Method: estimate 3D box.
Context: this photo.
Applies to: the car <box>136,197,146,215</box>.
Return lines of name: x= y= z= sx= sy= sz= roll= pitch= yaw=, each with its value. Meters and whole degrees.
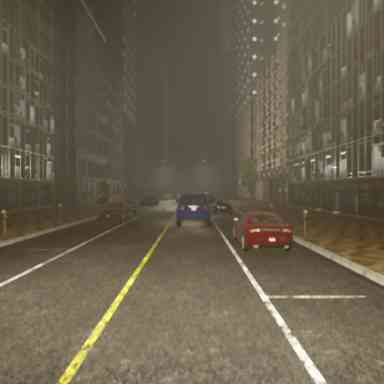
car: x=-5.678 y=1.352 z=30.503 sx=1.802 sy=1.307 sz=4.206 roll=0 pitch=0 yaw=0

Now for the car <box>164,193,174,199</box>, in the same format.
car: x=-5.659 y=0.886 z=81.735 sx=2.008 sy=1.369 sz=4.403 roll=0 pitch=1 yaw=0

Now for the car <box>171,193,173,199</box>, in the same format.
car: x=-2.973 y=0.827 z=74.786 sx=2.128 sy=1.511 sz=4.902 roll=0 pitch=1 yaw=0

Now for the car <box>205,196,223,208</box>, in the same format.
car: x=2.707 y=1.244 z=41.876 sx=1.947 sy=1.339 sz=4.313 roll=0 pitch=0 yaw=0

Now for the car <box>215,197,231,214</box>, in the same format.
car: x=2.703 y=1.336 z=30.492 sx=1.947 sy=1.339 sz=4.313 roll=0 pitch=0 yaw=0

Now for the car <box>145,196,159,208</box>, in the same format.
car: x=-5.673 y=1.223 z=41.887 sx=1.887 sy=1.381 sz=4.507 roll=0 pitch=0 yaw=0

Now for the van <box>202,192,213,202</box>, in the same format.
van: x=2.714 y=0.878 z=58.951 sx=1.690 sy=1.788 sz=3.998 roll=0 pitch=0 yaw=0

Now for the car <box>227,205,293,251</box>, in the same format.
car: x=2.697 y=1.447 z=13.415 sx=1.887 sy=1.381 sz=4.507 roll=0 pitch=0 yaw=0

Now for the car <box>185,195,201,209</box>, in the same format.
car: x=0.115 y=1.190 z=41.162 sx=1.837 sy=1.490 sz=4.892 roll=0 pitch=1 yaw=0

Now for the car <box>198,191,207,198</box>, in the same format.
car: x=2.726 y=0.599 z=87.410 sx=2.192 sy=1.841 sz=5.009 roll=0 pitch=1 yaw=0

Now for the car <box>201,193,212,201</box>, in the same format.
car: x=2.716 y=0.927 z=64.643 sx=1.967 sy=1.590 sz=4.097 roll=0 pitch=1 yaw=0

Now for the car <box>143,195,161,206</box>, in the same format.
car: x=-5.671 y=1.198 z=47.579 sx=1.947 sy=1.339 sz=4.313 roll=0 pitch=0 yaw=0

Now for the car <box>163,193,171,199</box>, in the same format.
car: x=-5.661 y=0.913 z=75.871 sx=1.752 sy=1.417 sz=4.829 roll=0 pitch=1 yaw=0

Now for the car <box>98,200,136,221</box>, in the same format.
car: x=-5.680 y=1.360 z=24.809 sx=1.887 sy=1.381 sz=4.507 roll=0 pitch=0 yaw=0

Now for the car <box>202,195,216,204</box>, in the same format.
car: x=2.712 y=1.151 z=53.260 sx=1.947 sy=1.339 sz=4.313 roll=0 pitch=0 yaw=0

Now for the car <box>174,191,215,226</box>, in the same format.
car: x=0.107 y=1.058 z=22.014 sx=2.150 sy=2.045 sz=5.566 roll=0 pitch=0 yaw=0
